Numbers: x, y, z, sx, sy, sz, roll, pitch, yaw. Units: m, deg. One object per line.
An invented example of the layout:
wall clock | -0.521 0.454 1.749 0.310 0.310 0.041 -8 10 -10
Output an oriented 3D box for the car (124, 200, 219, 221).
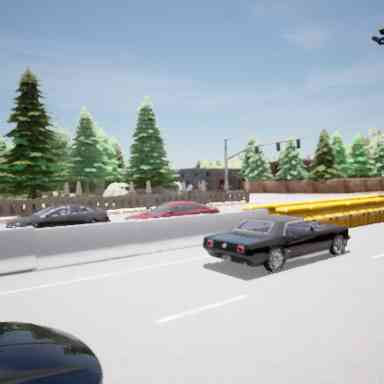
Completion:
car | -0.893 1.220 16.236 5.008 1.535 1.882 -3 1 -35

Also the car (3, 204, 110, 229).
car | -6.555 1.391 16.506 4.902 1.511 2.128 -2 1 -35

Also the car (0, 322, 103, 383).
car | -2.940 1.498 1.647 5.008 1.535 1.882 0 0 -36

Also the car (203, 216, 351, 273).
car | 2.710 1.369 9.975 4.718 1.301 1.895 -3 1 -35
